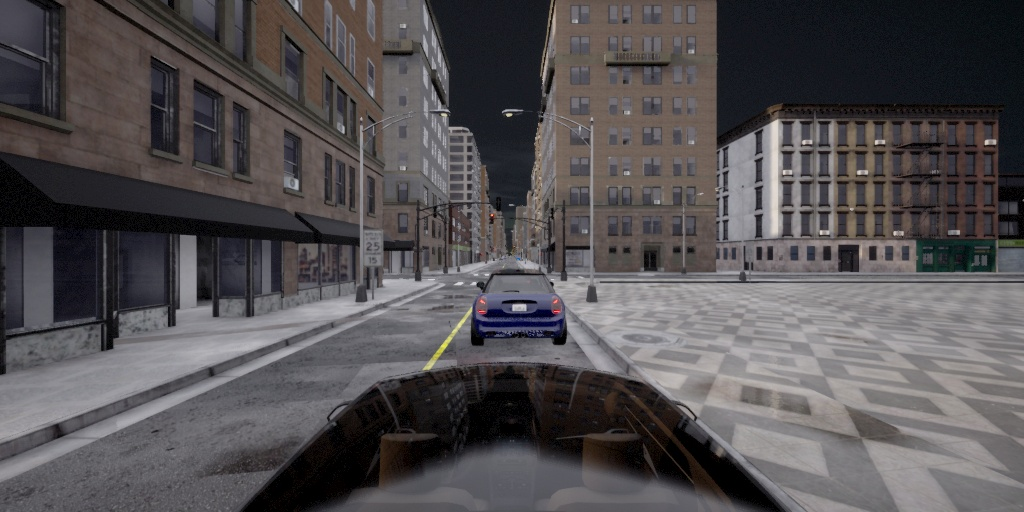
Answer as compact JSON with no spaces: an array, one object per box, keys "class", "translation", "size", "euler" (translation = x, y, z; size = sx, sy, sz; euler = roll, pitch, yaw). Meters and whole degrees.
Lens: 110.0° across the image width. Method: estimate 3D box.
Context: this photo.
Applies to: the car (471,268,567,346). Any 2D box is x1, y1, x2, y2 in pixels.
[{"class":"car","translation":[0.101,1.102,9.622],"size":[2.097,1.767,4.553],"euler":[0,0,-1]}]
